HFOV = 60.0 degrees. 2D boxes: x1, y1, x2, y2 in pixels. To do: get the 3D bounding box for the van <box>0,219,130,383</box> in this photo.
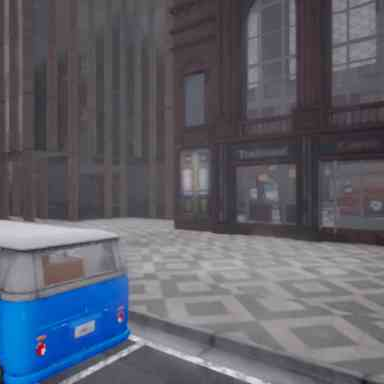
[{"bbox_3d":[-2.744,1.350,4.925,3.998,1.788,1.690,0,0,36],"label":"van"}]
